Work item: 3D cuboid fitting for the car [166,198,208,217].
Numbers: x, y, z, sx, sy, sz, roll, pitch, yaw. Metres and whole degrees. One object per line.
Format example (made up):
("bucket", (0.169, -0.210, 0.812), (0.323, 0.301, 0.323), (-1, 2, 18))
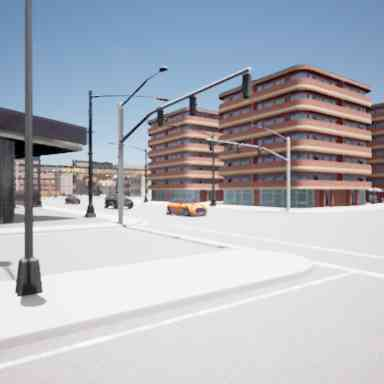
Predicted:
("car", (-0.522, 1.333, 31.371), (2.097, 1.767, 4.553), (0, 0, -36))

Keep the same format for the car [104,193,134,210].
("car", (-9.732, 1.204, 43.868), (2.150, 2.045, 5.566), (0, 0, -36))

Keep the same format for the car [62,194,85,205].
("car", (-21.526, 1.488, 59.939), (1.837, 1.490, 4.892), (0, -1, -36))
